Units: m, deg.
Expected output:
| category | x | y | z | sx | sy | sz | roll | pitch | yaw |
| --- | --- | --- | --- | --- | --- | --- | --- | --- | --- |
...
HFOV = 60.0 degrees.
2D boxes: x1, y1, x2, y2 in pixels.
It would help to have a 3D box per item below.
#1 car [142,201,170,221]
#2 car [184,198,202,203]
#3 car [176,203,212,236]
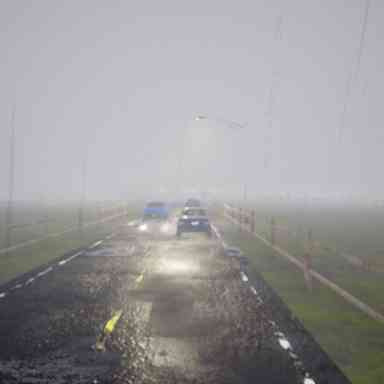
| category | x | y | z | sx | sy | sz | roll | pitch | yaw |
| --- | --- | --- | --- | --- | --- | --- | --- | --- | --- |
| car | -2.845 | 1.478 | 27.157 | 1.882 | 1.535 | 5.008 | 0 | 0 | 0 |
| car | 0.101 | 1.484 | 39.051 | 1.882 | 1.535 | 5.008 | 0 | 0 | 0 |
| car | 0.097 | 1.546 | 18.362 | 2.033 | 1.411 | 5.357 | 0 | 0 | 0 |
